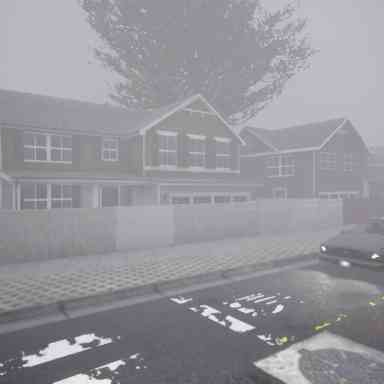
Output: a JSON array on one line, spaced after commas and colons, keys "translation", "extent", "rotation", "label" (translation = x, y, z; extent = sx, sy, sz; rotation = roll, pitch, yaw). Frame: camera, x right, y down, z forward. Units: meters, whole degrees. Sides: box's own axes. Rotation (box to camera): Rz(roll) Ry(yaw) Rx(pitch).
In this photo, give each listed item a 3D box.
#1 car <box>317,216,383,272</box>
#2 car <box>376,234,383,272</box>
[{"translation": [6.161, 1.485, 10.306], "extent": [5.357, 1.411, 2.033], "rotation": [0, 1, -36], "label": "car"}, {"translation": [6.100, 1.512, 6.725], "extent": [5.357, 1.411, 2.033], "rotation": [0, 1, -36], "label": "car"}]
